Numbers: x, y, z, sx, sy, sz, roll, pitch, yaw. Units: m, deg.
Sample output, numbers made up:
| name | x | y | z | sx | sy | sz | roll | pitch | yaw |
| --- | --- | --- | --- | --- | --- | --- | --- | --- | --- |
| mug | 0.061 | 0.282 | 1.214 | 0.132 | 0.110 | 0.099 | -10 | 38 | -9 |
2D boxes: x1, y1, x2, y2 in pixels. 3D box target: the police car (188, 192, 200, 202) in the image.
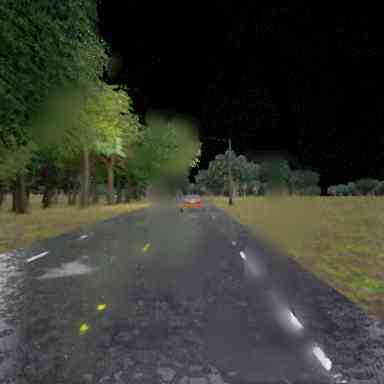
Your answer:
| name | x | y | z | sx | sy | sz | roll | pitch | yaw |
| --- | --- | --- | --- | --- | --- | --- | --- | --- | --- |
| police car | 0.339 | 0.805 | 58.797 | 1.930 | 1.638 | 5.238 | 0 | 0 | 1 |

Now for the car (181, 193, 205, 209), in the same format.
| name | x | y | z | sx | sy | sz | roll | pitch | yaw |
| --- | --- | --- | --- | --- | --- | --- | --- | --- | --- |
| car | 0.090 | 0.831 | 28.679 | 2.097 | 1.767 | 4.553 | 0 | 0 | 0 |
